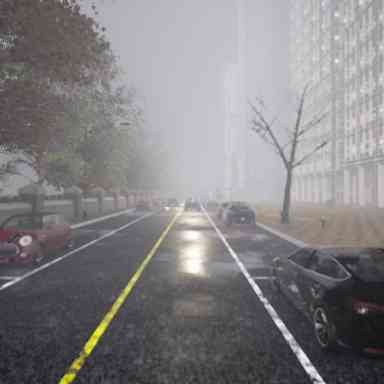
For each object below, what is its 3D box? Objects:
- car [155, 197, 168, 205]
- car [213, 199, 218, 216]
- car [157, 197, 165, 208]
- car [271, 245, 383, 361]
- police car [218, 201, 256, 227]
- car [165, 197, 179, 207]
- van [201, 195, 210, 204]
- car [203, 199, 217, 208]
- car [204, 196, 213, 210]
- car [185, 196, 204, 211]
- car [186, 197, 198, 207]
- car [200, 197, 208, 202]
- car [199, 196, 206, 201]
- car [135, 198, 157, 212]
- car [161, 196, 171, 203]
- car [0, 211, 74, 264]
[{"bbox_3d":[-5.649,1.683,62.291,1.887,1.381,4.507,0,0,0],"label":"car"},{"bbox_3d":[3.168,1.582,30.010,1.812,1.442,4.674,0,0,0],"label":"car"},{"bbox_3d":[-5.656,1.652,51.027,1.887,1.381,4.507,0,0,0],"label":"car"},{"bbox_3d":[2.695,1.576,5.964,1.947,1.339,4.313,0,0,0],"label":"car"},{"bbox_3d":[3.149,1.467,23.120,1.930,1.638,5.238,0,0,0],"label":"police car"},{"bbox_3d":[-3.030,1.590,53.278,1.882,1.535,5.008,0,0,0],"label":"car"},{"bbox_3d":[2.735,1.496,67.920,1.690,1.788,3.998,0,0,0],"label":"van"},{"bbox_3d":[2.724,1.689,51.022,1.802,1.307,4.206,0,0,0],"label":"car"},{"bbox_3d":[2.720,1.643,45.389,2.008,1.369,4.403,0,0,0],"label":"car"},{"bbox_3d":[0.057,1.577,41.953,2.128,1.511,4.902,0,0,1],"label":"car"},{"bbox_3d":[0.051,1.626,54.302,1.837,1.490,4.892,0,-1,0],"label":"car"},{"bbox_3d":[2.741,1.773,79.182,1.802,1.307,4.206,0,0,0],"label":"car"},{"bbox_3d":[2.749,1.812,90.447,1.802,1.307,4.206,0,0,0],"label":"car"},{"bbox_3d":[-5.664,1.624,39.763,1.887,1.381,4.507,0,0,0],"label":"car"},{"bbox_3d":[-5.643,1.698,73.387,1.752,1.417,4.829,0,0,0],"label":"car"},{"bbox_3d":[-5.681,1.460,11.602,1.967,1.590,4.097,0,0,0],"label":"car"}]
